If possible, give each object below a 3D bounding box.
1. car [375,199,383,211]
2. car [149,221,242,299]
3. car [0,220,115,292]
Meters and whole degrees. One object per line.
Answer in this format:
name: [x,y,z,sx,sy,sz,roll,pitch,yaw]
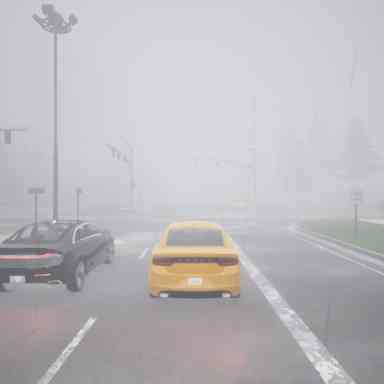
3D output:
car: [24.685,1.221,39.110,5.566,2.045,2.150,0,0,-1]
car: [0.071,1.477,8.539,1.882,1.535,5.008,0,0,0]
car: [-3.421,1.491,8.922,2.128,1.511,4.902,0,0,0]
